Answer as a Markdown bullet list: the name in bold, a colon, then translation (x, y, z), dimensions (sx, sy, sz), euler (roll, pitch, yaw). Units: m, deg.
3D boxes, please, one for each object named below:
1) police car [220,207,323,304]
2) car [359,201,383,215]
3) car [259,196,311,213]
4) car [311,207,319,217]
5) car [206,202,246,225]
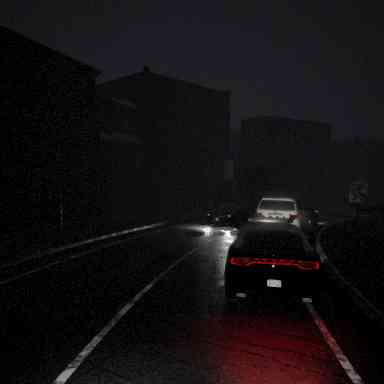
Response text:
- **police car**: translation (1.981, 1.426, 8.455), dimensions (1.930, 1.638, 5.238), euler (1, 0, 11)
- **car**: translation (21.289, 1.840, 39.009), dimensions (5.008, 1.535, 1.882), euler (2, 3, -33)
- **car**: translation (4.774, 1.254, 17.406), dimensions (2.150, 2.045, 5.566), euler (2, 0, 23)
- **car**: translation (7.270, 1.576, 22.485), dimensions (1.837, 1.490, 4.892), euler (3, 1, 30)
- **car**: translation (2.627, 1.429, 22.616), dimensions (1.812, 1.442, 4.674), euler (2, 1, 28)
